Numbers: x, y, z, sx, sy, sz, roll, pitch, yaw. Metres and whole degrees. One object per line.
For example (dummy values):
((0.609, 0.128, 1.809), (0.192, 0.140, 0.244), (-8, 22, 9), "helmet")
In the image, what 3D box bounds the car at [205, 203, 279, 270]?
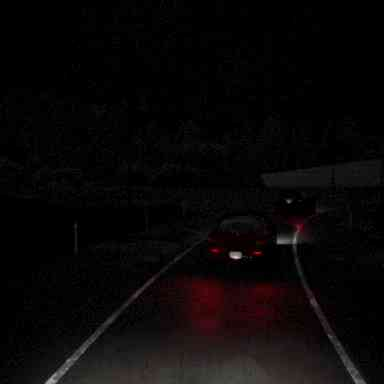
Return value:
((1.637, 1.293, 10.259), (1.812, 1.442, 4.674), (0, 2, 15), "car")

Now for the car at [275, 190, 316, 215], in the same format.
((7.728, 0.629, 24.584), (2.097, 1.767, 4.553), (1, 2, 31), "car")
